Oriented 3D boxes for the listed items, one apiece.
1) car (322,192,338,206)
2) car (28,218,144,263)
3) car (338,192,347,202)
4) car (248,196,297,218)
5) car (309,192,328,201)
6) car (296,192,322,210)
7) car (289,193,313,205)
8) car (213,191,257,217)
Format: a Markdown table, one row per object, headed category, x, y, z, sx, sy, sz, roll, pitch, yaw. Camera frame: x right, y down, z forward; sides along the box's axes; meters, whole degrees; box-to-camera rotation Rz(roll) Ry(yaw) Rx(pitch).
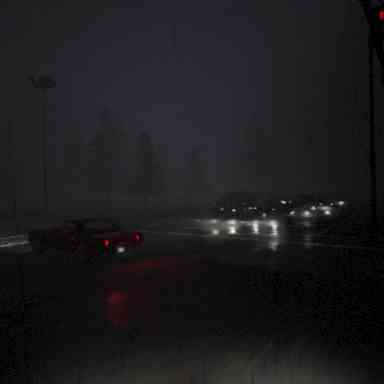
| category | x | y | z | sx | sy | sz | roll | pitch | yaw |
| --- | --- | --- | --- | --- | --- | --- | --- | --- | --- |
| car | 16.449 | 0.960 | 41.427 | 1.895 | 1.301 | 4.718 | -1 | 0 | 33 |
| car | -4.063 | 1.628 | 12.203 | 4.718 | 1.301 | 1.895 | -1 | 0 | 37 |
| car | 21.840 | 0.744 | 49.670 | 1.994 | 1.385 | 4.181 | -1 | 0 | 33 |
| car | 6.532 | 1.288 | 26.427 | 1.895 | 1.301 | 4.718 | -1 | 0 | 33 |
| car | 20.613 | 0.710 | 54.166 | 1.812 | 1.442 | 4.674 | -1 | 0 | 33 |
| car | 11.478 | 1.028 | 33.955 | 1.837 | 1.490 | 4.892 | -1 | 0 | 34 |
| car | 15.018 | 0.934 | 45.635 | 1.994 | 1.385 | 4.181 | -1 | 0 | 33 |
| car | 3.886 | 0.960 | 28.780 | 2.150 | 2.045 | 5.566 | -1 | 0 | 33 |
